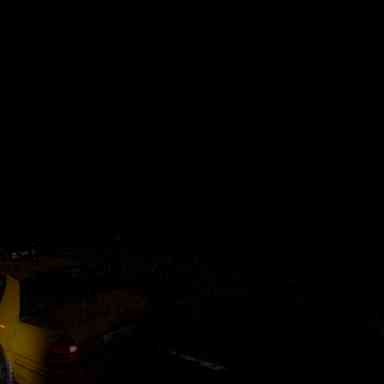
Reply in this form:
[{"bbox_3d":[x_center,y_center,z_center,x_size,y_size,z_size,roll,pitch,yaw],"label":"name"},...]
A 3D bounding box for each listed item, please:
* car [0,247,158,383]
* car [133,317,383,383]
[{"bbox_3d":[-2.661,1.524,4.986,4.829,1.417,1.752,0,1,35],"label":"car"},{"bbox_3d":[2.026,1.551,1.646,4.403,1.369,2.008,0,1,35],"label":"car"}]
